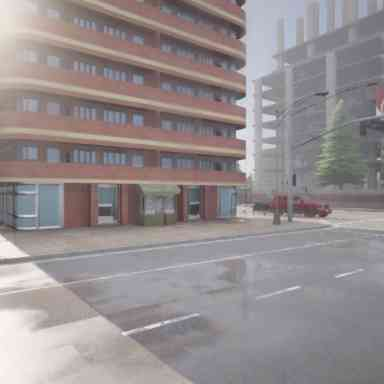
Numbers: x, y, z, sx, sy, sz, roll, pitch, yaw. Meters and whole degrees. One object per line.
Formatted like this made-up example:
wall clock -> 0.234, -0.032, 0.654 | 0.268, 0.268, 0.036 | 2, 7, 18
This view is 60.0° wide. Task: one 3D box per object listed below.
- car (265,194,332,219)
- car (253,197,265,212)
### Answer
car -> 9.647, 1.221, 29.910 | 2.150, 2.045, 5.566 | 0, 0, -36
car -> 8.976, 1.352, 36.750 | 2.097, 1.767, 4.553 | 0, 0, -36
